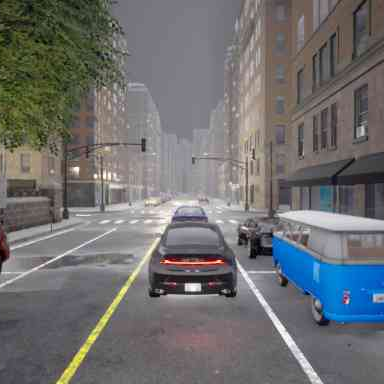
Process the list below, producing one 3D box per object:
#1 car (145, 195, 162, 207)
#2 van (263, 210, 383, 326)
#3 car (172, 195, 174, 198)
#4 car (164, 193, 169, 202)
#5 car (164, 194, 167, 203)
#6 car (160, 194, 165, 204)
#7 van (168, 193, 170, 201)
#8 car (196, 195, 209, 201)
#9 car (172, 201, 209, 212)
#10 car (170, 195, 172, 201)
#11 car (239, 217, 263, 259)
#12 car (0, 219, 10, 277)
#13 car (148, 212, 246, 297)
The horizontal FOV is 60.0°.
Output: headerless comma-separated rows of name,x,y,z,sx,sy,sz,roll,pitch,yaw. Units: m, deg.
car,-6.058,1.497,50.205,1.752,1.417,4.829,0,0,0
van,2.808,1.340,6.795,1.690,1.788,3.998,0,0,0
car,-6.317,1.288,83.079,2.192,1.841,5.009,0,0,0
car,-6.188,1.513,66.727,1.887,1.381,4.507,0,0,0
car,-6.145,1.513,61.276,1.887,1.381,4.507,0,0,0
car,-6.102,1.520,55.825,2.008,1.369,4.403,0,0,0
van,-6.231,1.310,72.177,1.690,1.788,3.998,0,0,0
car,2.336,1.409,66.830,1.967,1.590,4.097,0,0,0
car,-0.104,1.472,18.032,1.882,1.535,5.008,0,0,0
car,-6.273,1.521,77.628,2.008,1.369,4.403,0,0,0
car,2.764,1.563,12.455,1.947,1.339,4.313,0,0,0
car,-5.717,1.314,6.688,2.192,1.841,5.009,0,0,0
car,0.009,1.503,8.536,1.837,1.490,4.892,0,0,0
